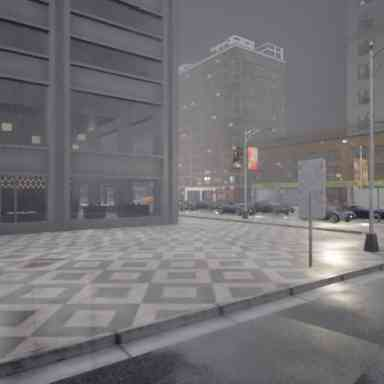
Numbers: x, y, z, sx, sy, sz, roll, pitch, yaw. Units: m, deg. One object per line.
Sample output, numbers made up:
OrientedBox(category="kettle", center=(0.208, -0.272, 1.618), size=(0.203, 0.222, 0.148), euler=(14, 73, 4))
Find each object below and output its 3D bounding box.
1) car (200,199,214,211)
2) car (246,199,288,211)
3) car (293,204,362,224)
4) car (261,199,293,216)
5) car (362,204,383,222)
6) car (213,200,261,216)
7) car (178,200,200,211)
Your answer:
OrientedBox(category="car", center=(1.964, 1.658, 42.786), size=(2.033, 1.411, 5.357), euler=(0, 0, -36))
OrientedBox(category="car", center=(9.722, 1.644, 43.489), size=(2.033, 1.411, 5.357), euler=(0, 0, -36))
OrientedBox(category="car", center=(10.333, 1.609, 25.670), size=(1.994, 1.385, 4.181), euler=(0, 0, -36))
OrientedBox(category="car", center=(7.947, 1.625, 34.505), size=(2.033, 1.411, 5.357), euler=(0, 0, -36))
OrientedBox(category="car", center=(13.603, 1.640, 26.692), size=(1.895, 1.301, 4.718), euler=(0, 0, -36))
OrientedBox(category="car", center=(4.512, 1.647, 33.721), size=(1.994, 1.385, 4.181), euler=(0, 0, -36))
OrientedBox(category="car", center=(-1.366, 1.680, 41.861), size=(1.994, 1.385, 4.181), euler=(0, 0, -35))
